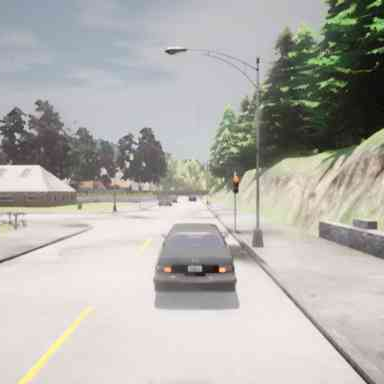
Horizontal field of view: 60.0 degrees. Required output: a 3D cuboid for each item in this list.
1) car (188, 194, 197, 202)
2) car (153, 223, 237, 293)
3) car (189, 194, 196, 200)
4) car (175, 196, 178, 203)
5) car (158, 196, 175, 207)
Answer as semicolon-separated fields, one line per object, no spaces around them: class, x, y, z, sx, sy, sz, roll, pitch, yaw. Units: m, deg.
car;0.137;1.480;75.751;2.128;1.511;4.902;0;0;0
car;0.075;1.543;8.997;2.033;1.411;5.357;0;0;0
car;0.156;1.367;86.111;1.812;1.442;4.674;0;0;0
car;-3.902;1.461;66.819;2.128;1.511;4.902;0;0;1
car;-3.995;1.481;50.473;1.837;1.490;4.892;0;0;0
